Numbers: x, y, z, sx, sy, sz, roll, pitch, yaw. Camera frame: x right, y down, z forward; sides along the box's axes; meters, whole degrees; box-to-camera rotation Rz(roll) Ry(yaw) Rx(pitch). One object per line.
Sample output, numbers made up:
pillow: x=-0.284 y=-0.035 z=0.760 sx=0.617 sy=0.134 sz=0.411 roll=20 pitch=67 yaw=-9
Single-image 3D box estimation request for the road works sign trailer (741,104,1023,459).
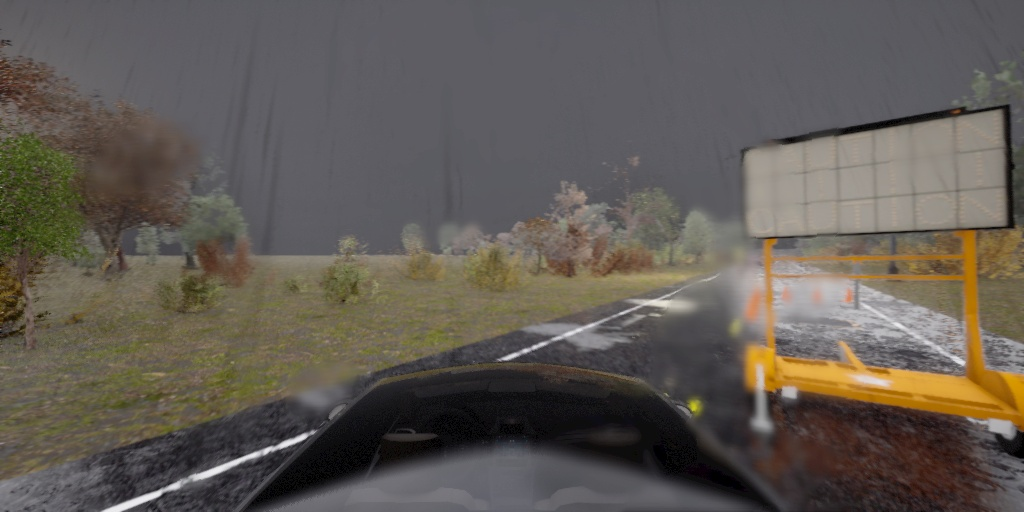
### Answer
road works sign trailer: x=4.499 y=0.142 z=4.641 sx=2.380 sy=3.560 sz=2.880 roll=0 pitch=0 yaw=36
